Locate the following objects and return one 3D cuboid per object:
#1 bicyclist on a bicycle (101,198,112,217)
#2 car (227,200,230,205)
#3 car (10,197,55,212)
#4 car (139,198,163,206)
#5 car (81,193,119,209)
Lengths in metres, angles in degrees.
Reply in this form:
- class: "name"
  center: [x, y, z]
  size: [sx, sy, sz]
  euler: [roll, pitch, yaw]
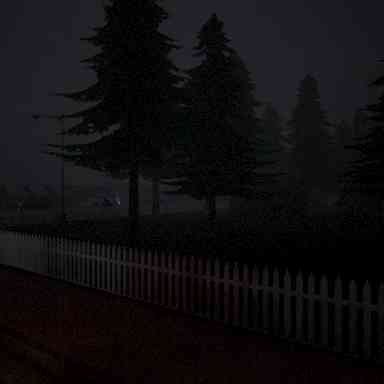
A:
- class: "bicyclist on a bicycle"
  center: [-7.164, 1.302, 27.826]
  size: [1.656, 1.620, 0.582]
  euler: [0, 0, 34]
- class: "car"
  center: [4.672, 1.478, 51.986]
  size: [1.882, 1.535, 5.008]
  euler: [0, 0, 34]
- class: "car"
  center: [-18.020, 1.352, 37.618]
  size: [2.097, 1.767, 4.553]
  euler: [0, 0, 34]
- class: "car"
  center: [-6.790, 1.491, 54.083]
  size: [2.128, 1.511, 4.902]
  euler: [0, 0, 35]
- class: "car"
  center: [-12.526, 1.221, 45.694]
  size: [2.150, 2.045, 5.566]
  euler: [0, 0, 34]
